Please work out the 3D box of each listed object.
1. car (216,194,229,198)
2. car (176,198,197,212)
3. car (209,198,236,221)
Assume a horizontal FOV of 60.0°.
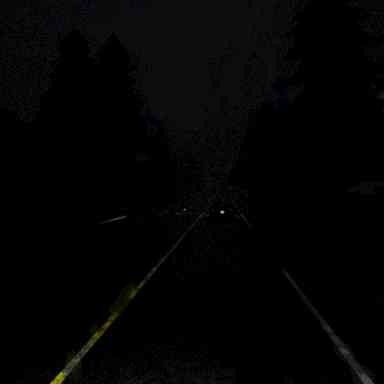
[{"bbox_3d":[3.787,1.122,41.328,2.097,1.767,4.553,0,0,5],"label":"car"},{"bbox_3d":[-0.481,1.333,35.342,2.033,1.411,5.357,0,0,5],"label":"car"},{"bbox_3d":[2.368,1.419,25.968,1.994,1.385,4.181,0,0,5],"label":"car"}]
